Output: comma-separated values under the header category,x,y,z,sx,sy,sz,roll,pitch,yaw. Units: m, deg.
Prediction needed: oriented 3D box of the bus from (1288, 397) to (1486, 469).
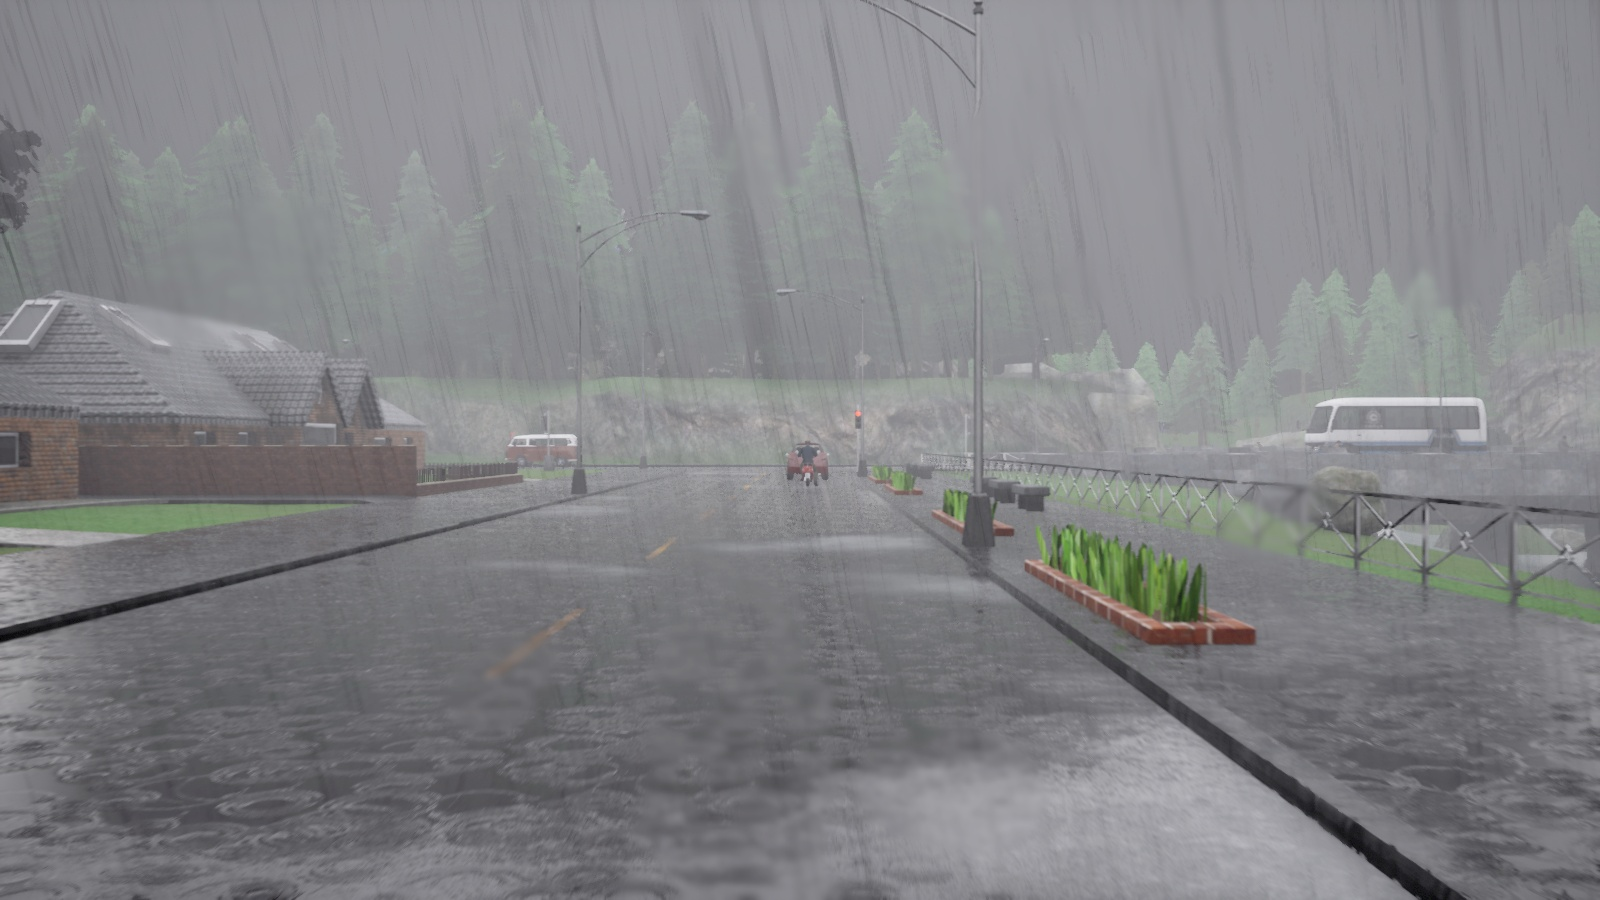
category,x,y,z,sx,sy,sz,roll,pitch,yaw
bus,35.811,-1.035,76.996,10.273,4.253,3.944,0,0,0

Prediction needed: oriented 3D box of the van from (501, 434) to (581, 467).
category,x,y,z,sx,sy,sz,roll,pitch,yaw
van,-15.893,0.022,77.284,4.480,2.038,2.069,0,0,1

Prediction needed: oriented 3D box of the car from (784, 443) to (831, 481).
category,x,y,z,sx,sy,sz,roll,pitch,yaw
car,0.310,0.472,51.225,1.845,1.501,3.633,0,0,0

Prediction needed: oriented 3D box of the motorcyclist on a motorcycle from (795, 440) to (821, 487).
category,x,y,z,sx,sy,sz,roll,pitch,yaw
motorcyclist on a motorcycle,0.264,0.457,43.146,0.866,1.590,1.817,0,0,0
